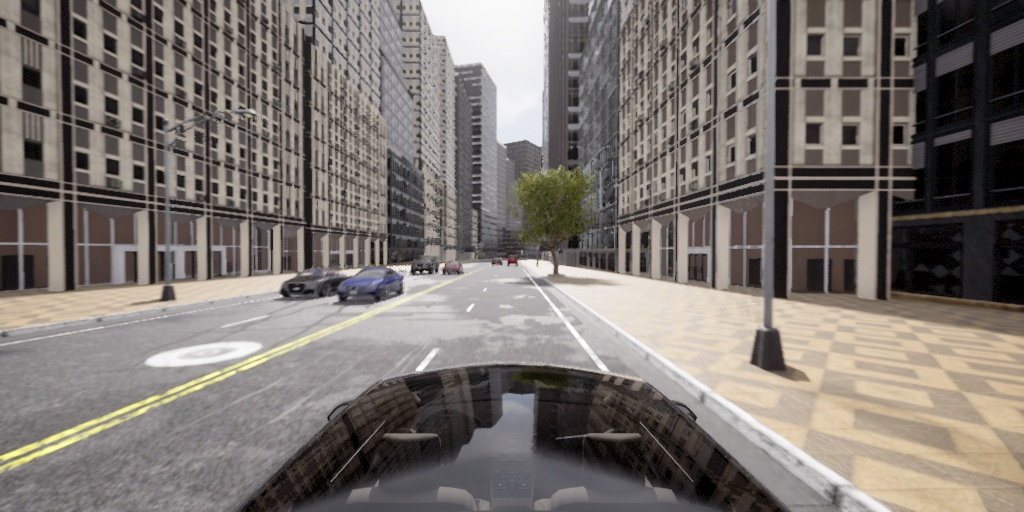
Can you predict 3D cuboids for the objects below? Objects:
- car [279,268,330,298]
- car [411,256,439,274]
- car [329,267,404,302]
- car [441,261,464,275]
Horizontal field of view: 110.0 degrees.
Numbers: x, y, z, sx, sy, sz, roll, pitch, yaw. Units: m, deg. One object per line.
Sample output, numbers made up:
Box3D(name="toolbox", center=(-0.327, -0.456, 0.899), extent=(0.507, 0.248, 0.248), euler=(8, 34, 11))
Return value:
Box3D(name="car", center=(-9.808, 1.303, 18.313), extent=(1.994, 1.385, 4.181), euler=(0, 0, 0))
Box3D(name="car", center=(-9.694, 0.960, 40.415), extent=(2.150, 2.045, 5.566), euler=(0, 0, 0))
Box3D(name="car", center=(-6.559, 1.269, 17.197), extent=(1.812, 1.442, 4.674), euler=(0, 0, 0))
Box3D(name="car", center=(-6.456, 1.272, 39.628), extent=(1.812, 1.442, 4.674), euler=(0, 0, 1))
